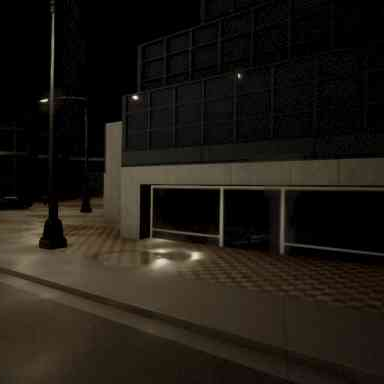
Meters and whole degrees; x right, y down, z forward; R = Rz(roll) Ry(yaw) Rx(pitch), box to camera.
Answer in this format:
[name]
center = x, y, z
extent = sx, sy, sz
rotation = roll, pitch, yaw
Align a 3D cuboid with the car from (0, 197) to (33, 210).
[car]
center = -18.051, 1.125, 31.968
extent = 1.895, 1.301, 4.718
rotation = 1, 1, 36
